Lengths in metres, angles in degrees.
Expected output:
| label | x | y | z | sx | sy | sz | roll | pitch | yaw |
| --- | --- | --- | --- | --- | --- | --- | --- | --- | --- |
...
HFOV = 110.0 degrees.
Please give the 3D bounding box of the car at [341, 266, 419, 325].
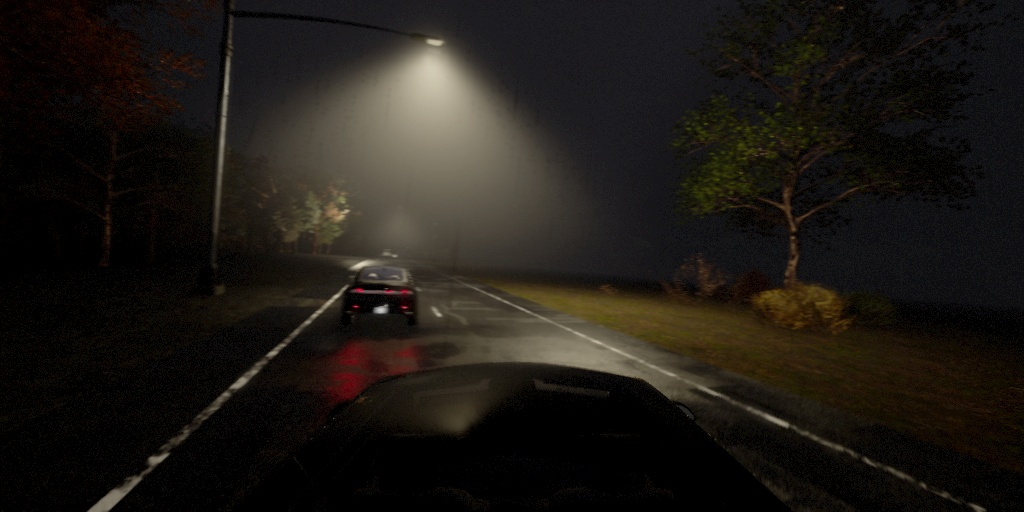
| label | x | y | z | sx | sy | sz | roll | pitch | yaw |
| --- | --- | --- | --- | --- | --- | --- | --- | --- | --- |
| car | -3.884 | 1.042 | 10.793 | 2.128 | 1.511 | 4.902 | 4 | 0 | -19 |
